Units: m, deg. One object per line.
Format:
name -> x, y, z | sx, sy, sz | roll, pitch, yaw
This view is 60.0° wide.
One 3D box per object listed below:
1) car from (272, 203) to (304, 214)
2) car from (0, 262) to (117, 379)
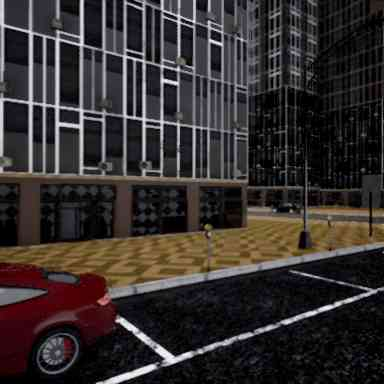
car -> 12.382, 2.072, 43.297 | 2.008, 1.369, 4.403 | -1, 0, -36
car -> -3.004, 1.581, 3.958 | 4.206, 1.307, 1.802 | 0, 0, -35
